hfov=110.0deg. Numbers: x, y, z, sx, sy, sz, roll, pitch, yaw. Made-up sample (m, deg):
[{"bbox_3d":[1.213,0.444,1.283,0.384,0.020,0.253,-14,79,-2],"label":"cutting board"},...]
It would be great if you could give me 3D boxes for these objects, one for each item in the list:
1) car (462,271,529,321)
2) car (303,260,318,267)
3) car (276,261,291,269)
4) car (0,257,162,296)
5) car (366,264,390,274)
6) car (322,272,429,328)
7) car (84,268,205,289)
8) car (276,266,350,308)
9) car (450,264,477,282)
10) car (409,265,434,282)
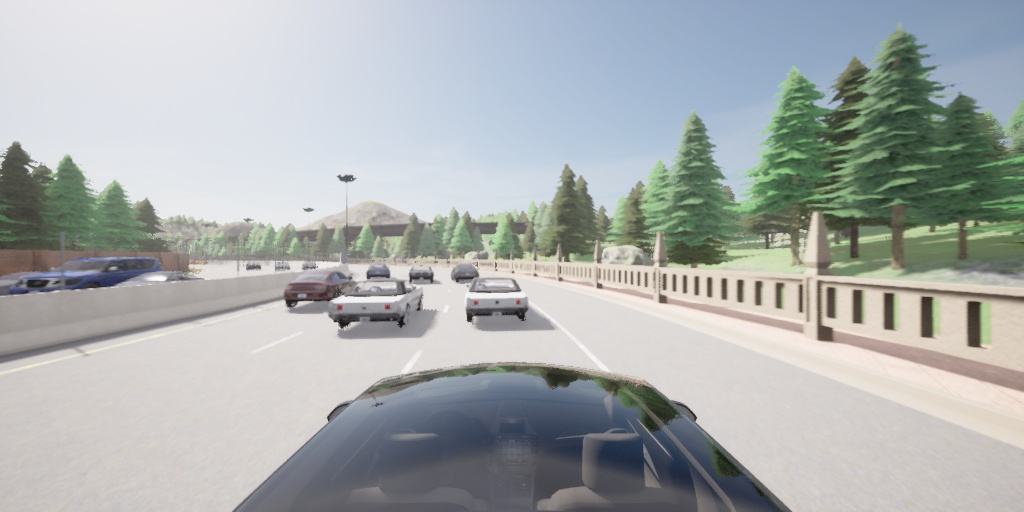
[{"bbox_3d":[-0.651,1.368,12.513,1.895,1.301,4.718,0,0,-6],"label":"car"},{"bbox_3d":[-30.712,1.433,54.566,2.128,1.511,4.902,0,0,-33],"label":"car"},{"bbox_3d":[-34.551,1.503,54.087,2.033,1.411,5.357,0,0,-34],"label":"car"},{"bbox_3d":[-19.065,1.065,16.649,2.150,2.045,5.566,0,0,-10],"label":"car"},{"bbox_3d":[-12.290,1.405,33.073,1.994,1.385,4.181,0,0,-18],"label":"car"},{"bbox_3d":[-4.083,1.380,11.633,1.895,1.301,4.718,0,0,-6],"label":"car"},{"bbox_3d":[-15.430,1.393,15.758,1.994,1.385,4.181,0,0,-10],"label":"car"},{"bbox_3d":[-8.148,1.326,15.645,1.812,1.442,4.674,0,0,-8],"label":"car"},{"bbox_3d":[-3.905,1.368,29.440,1.994,1.385,4.181,0,0,-15],"label":"car"},{"bbox_3d":[-7.415,1.418,29.188,1.895,1.301,4.718,0,0,-15],"label":"car"}]
